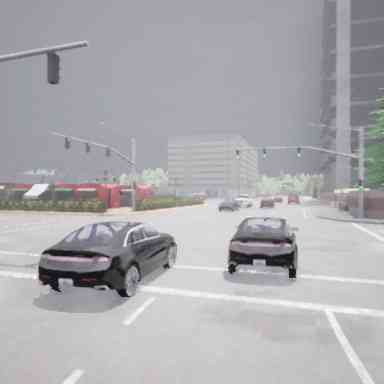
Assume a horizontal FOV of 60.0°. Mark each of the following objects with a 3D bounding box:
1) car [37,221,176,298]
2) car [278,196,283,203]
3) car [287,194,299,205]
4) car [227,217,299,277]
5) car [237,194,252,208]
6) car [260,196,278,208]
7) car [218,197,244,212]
[{"bbox_3d":[-1.819,1.505,8.660,2.128,1.511,4.902,0,0,14],"label":"car"},{"bbox_3d":[19.565,1.729,75.702,1.882,1.535,5.008,0,0,18],"label":"car"},{"bbox_3d":[20.403,1.461,66.972,2.150,2.045,5.566,0,0,18],"label":"car"},{"bbox_3d":[2.310,1.535,10.529,2.128,1.511,4.902,0,0,15],"label":"car"},{"bbox_3d":[8.030,1.370,51.838,2.150,2.045,5.566,0,0,18],"label":"car"},{"bbox_3d":[11.689,1.641,51.202,1.882,1.535,5.008,0,0,18],"label":"car"},{"bbox_3d":[4.680,1.659,41.622,2.033,1.411,5.357,0,0,18],"label":"car"}]
